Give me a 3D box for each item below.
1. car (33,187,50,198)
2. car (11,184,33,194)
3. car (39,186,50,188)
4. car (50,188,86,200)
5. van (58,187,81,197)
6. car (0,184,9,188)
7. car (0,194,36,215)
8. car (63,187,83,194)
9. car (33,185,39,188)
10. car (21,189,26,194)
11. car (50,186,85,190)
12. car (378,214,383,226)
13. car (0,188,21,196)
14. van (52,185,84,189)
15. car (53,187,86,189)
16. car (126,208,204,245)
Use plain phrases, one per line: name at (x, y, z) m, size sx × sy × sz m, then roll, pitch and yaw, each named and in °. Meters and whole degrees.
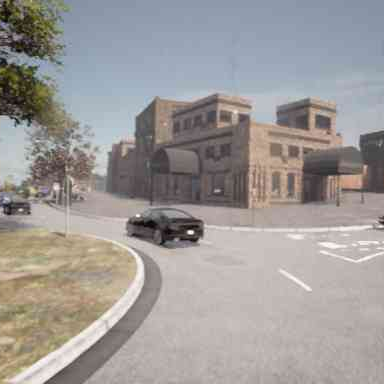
car at (-28.194, 0.357, 62.239) m, size 1.812 × 1.442 × 4.674 m, roll 1°, pitch 1°, yaw -20°
car at (-30.640, 0.033, 60.210) m, size 2.150 × 2.045 × 5.566 m, roll 1°, pitch 1°, yaw -21°
car at (-31.493, -0.060, 71.617) m, size 2.033 × 1.411 × 5.357 m, roll 1°, pitch 1°, yaw -18°
car at (-20.247, 0.666, 54.761) m, size 4.892 × 1.521 × 2.231 m, roll 1°, pitch 1°, yaw -21°
van at (-25.793, -0.024, 70.086) m, size 4.442 × 1.987 × 1.878 m, roll 1°, pitch 1°, yaw -19°
car at (-46.202, -0.523, 79.347) m, size 2.163 × 1.488 × 4.792 m, roll 1°, pitch 2°, yaw -15°
car at (-15.779, 1.206, 30.036) m, size 1.837 × 1.490 × 4.892 m, roll 1°, pitch 1°, yaw -35°
car at (-31.540, -0.395, 88.440) m, size 4.792 × 1.488 × 2.163 m, roll 1°, pitch 2°, yaw -14°
car at (-34.208, -0.190, 70.261) m, size 1.882 × 1.535 × 5.008 m, roll 1°, pitch 1°, yaw -18°
car at (-26.846, 0.698, 50.481) m, size 1.895 × 1.301 × 4.718 m, roll 1°, pitch 1°, yaw -21°
car at (-23.138, 0.188, 62.485) m, size 5.566 × 2.045 × 2.435 m, roll 1°, pitch 1°, yaw -20°
car at (13.135, 1.437, 18.986) m, size 4.718 × 1.301 × 1.895 m, roll -2°, pitch 1°, yaw -15°
car at (-21.571, 0.778, 38.957) m, size 2.097 × 1.767 × 4.553 m, roll 1°, pitch 1°, yaw -29°
van at (-22.297, 0.287, 59.870) m, size 4.442 × 1.987 × 1.878 m, roll 1°, pitch 1°, yaw -21°
car at (-21.185, 0.466, 57.347) m, size 4.553 × 1.767 × 2.185 m, roll 1°, pitch 1°, yaw -21°
car at (-1.421, 1.478, 15.667) m, size 1.882 × 1.535 × 5.008 m, roll 2°, pitch -1°, yaw -33°
